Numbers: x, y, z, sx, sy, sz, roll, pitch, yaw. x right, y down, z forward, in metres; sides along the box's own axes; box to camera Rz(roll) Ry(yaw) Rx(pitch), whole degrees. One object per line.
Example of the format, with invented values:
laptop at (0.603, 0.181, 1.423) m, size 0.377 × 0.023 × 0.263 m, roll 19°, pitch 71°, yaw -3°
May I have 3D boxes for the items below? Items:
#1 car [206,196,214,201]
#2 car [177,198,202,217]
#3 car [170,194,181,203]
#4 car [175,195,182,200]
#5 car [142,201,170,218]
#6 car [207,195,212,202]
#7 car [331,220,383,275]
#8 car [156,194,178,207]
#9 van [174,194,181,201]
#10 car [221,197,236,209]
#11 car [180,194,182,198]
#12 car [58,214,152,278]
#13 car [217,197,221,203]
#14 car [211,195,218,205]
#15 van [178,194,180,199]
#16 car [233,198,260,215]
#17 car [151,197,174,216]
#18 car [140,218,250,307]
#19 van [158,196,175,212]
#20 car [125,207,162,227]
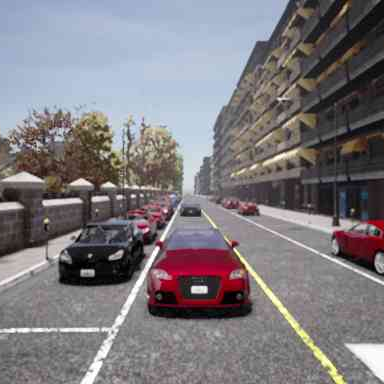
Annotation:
car at (4.695, 1.626, 89.032) m, size 1.802 × 1.307 × 4.206 m, roll 0°, pitch 0°, yaw -1°
car at (-0.141, 1.552, 31.322) m, size 1.994 × 1.385 × 4.181 m, roll 0°, pitch 0°, yaw -1°
car at (-3.434, 1.335, 72.018) m, size 2.192 × 1.841 × 5.009 m, roll 0°, pitch 0°, yaw -1°
car at (-3.768, 1.600, 94.537) m, size 1.887 × 1.381 × 4.507 m, roll 0°, pitch 0°, yaw -1°
car at (-2.683, 1.529, 21.352) m, size 1.887 × 1.381 × 4.507 m, roll 0°, pitch 0°, yaw -1°
car at (4.945, 1.458, 72.142) m, size 1.967 × 1.590 × 4.097 m, roll 0°, pitch 0°, yaw -1°
car at (5.864, 1.535, 10.218) m, size 1.887 × 1.381 × 4.507 m, roll 0°, pitch 0°, yaw -1°
car at (-2.850, 1.305, 32.610) m, size 2.192 × 1.841 × 5.009 m, roll 0°, pitch 0°, yaw -1°
van at (-3.601, 1.377, 83.277) m, size 1.690 × 1.788 × 3.998 m, roll 0°, pitch 0°, yaw -1°
car at (5.363, 1.435, 43.994) m, size 1.967 × 1.590 × 4.097 m, roll 0°, pitch 0°, yaw -1°
car at (-3.267, 1.574, 60.759) m, size 1.947 × 1.339 × 4.313 m, roll 0°, pitch 0°, yaw -1°
car at (-2.515, 1.558, 10.095) m, size 1.947 × 1.339 × 4.313 m, roll 0°, pitch 0°, yaw -1°
car at (5.279, 1.580, 49.624) m, size 1.802 × 1.307 × 4.206 m, roll 0°, pitch 0°, yaw -1°
car at (5.112, 1.573, 60.884) m, size 1.947 × 1.339 × 4.313 m, roll 0°, pitch 0°, yaw -1°
van at (-3.101, 1.341, 49.500) m, size 1.690 × 1.788 × 3.998 m, roll 0°, pitch 0°, yaw -1°
car at (5.530, 1.570, 32.734) m, size 1.802 × 1.307 × 4.206 m, roll 0°, pitch 0°, yaw -1°
car at (-2.766, 1.427, 26.980) m, size 1.967 × 1.590 × 4.097 m, roll 0°, pitch 0°, yaw -1°
car at (0.110, 1.557, 7.930) m, size 1.994 × 1.385 × 4.181 m, roll 0°, pitch 0°, yaw -1°
van at (-2.933, 1.334, 38.240) m, size 1.690 × 1.788 × 3.998 m, roll 0°, pitch 0°, yaw -1°
car at (-2.599, 1.569, 15.725) m, size 1.802 × 1.307 × 4.206 m, roll 0°, pitch 0°, yaw -1°
